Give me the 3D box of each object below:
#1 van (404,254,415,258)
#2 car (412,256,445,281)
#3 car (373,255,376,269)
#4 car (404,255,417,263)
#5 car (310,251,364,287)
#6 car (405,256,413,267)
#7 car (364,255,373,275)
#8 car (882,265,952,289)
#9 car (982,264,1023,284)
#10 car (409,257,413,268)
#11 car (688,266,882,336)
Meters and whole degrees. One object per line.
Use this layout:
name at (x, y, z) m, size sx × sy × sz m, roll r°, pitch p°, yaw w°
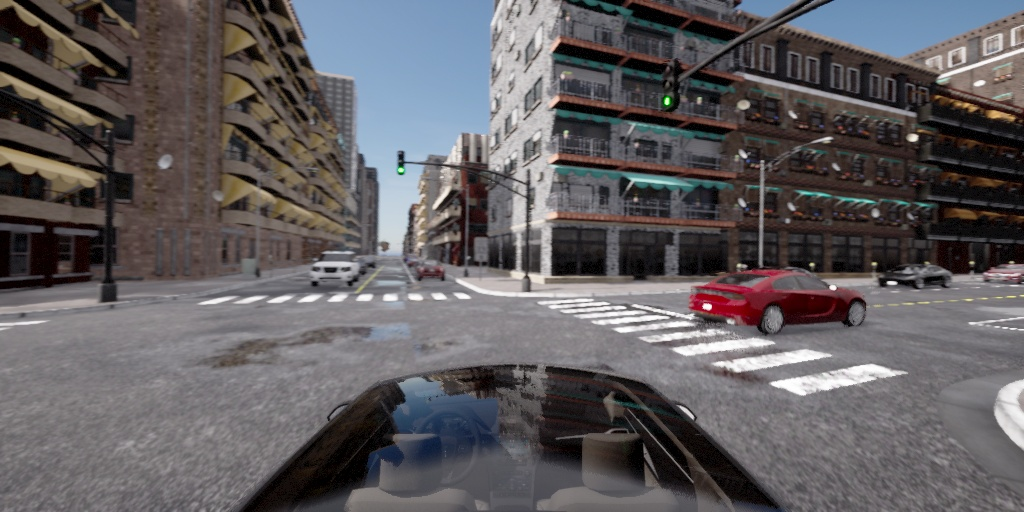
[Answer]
van at (-16.317, 0.598, 58.470) m, size 1.690 × 1.789 × 3.998 m, roll 0°, pitch 0°, yaw -18°
car at (-6.186, 0.987, 26.849) m, size 1.967 × 1.591 × 4.097 m, roll 0°, pitch 0°, yaw -18°
car at (-17.690, 0.759, 43.873) m, size 1.882 × 1.535 × 5.008 m, roll 1°, pitch 0°, yaw -18°
car at (-14.629, 0.887, 53.200) m, size 1.802 × 1.307 × 4.207 m, roll 0°, pitch 0°, yaw -18°
car at (-10.735, 0.705, 22.131) m, size 2.150 × 2.045 × 5.566 m, roll 1°, pitch 0°, yaw -18°
car at (-12.940, 0.934, 47.930) m, size 1.802 × 1.307 × 4.207 m, roll 0°, pitch 0°, yaw -18°
car at (-13.775, 0.886, 31.614) m, size 2.128 × 1.511 × 4.902 m, roll 1°, pitch 0°, yaw -18°
car at (23.867, 1.182, 21.240) m, size 4.313 × 1.339 × 1.948 m, roll 0°, pitch 0°, yaw -18°
car at (34.631, 1.197, 24.745) m, size 4.207 × 1.307 × 1.802 m, roll 0°, pitch 0°, yaw -18°
car at (-7.875, 1.049, 32.119) m, size 2.007 × 1.370 × 4.403 m, roll 0°, pitch 0°, yaw -18°
car at (7.286, 1.130, 9.846) m, size 5.008 × 1.535 × 1.882 m, roll 0°, pitch 0°, yaw -18°
